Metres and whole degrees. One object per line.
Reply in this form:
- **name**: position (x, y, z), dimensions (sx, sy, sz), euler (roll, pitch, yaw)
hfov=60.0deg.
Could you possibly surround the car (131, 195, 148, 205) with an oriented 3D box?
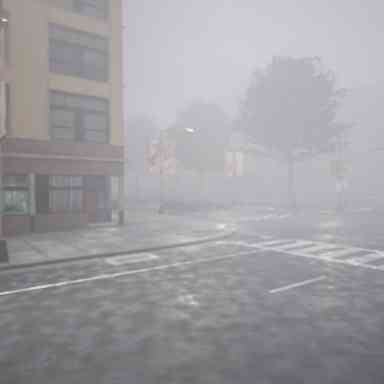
- **car**: position (-8.640, 1.209, 51.909), dimensions (2.128, 1.511, 4.902), euler (-1, 0, -36)

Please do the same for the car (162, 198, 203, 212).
- **car**: position (-1.275, 1.361, 35.567), dimensions (1.895, 1.301, 4.718), euler (-1, 1, -36)

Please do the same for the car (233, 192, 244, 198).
- **car**: position (10.219, 0.755, 78.445), dimensions (2.161, 1.482, 4.786), euler (-1, 1, -36)

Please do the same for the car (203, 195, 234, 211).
- **car**: position (2.184, 1.318, 36.753), dimensions (1.895, 1.301, 4.718), euler (-1, 1, -36)

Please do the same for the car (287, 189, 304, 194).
- **car**: position (20.704, 0.611, 70.975), dimensions (2.002, 1.452, 4.674), euler (-1, 1, -36)

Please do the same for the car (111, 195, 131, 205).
- **car**: position (-11.470, 1.268, 49.849), dimensions (1.837, 1.490, 4.892), euler (-1, 0, -36)

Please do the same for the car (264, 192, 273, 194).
- **car**: position (19.862, 0.663, 84.907), dimensions (1.895, 1.301, 4.718), euler (-1, 1, -36)
